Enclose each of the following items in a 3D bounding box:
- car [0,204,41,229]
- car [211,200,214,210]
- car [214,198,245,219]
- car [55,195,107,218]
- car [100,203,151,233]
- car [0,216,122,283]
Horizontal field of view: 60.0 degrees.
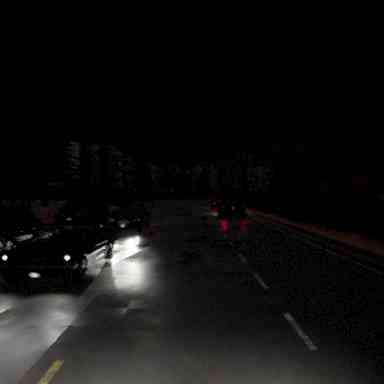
[{"bbox_3d":[-7.123,1.367,11.863,2.097,1.767,4.553,0,0,0],"label":"car"},{"bbox_3d":[3.530,1.558,44.258,1.812,1.442,4.674,0,0,3],"label":"car"},{"bbox_3d":[3.441,1.373,29.787,2.097,1.767,4.553,0,0,0],"label":"car"},{"bbox_3d":[-7.137,1.244,22.215,2.150,2.045,5.566,0,0,0],"label":"car"},{"bbox_3d":[-3.631,1.510,20.007,2.128,1.511,4.902,0,0,0],"label":"car"},{"bbox_3d":[-3.618,1.611,9.861,1.895,1.301,4.718,0,0,0],"label":"car"}]
